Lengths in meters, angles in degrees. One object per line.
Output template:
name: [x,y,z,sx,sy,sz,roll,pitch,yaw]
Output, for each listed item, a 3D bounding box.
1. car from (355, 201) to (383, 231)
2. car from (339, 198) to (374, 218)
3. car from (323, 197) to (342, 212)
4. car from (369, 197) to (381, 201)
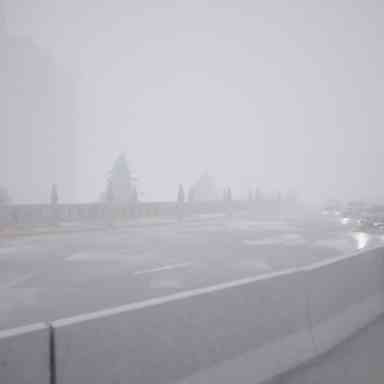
car: [11.515,1.499,19.895,1.837,1.490,4.892,0,0,40]
car: [15.085,1.531,30.326,1.837,1.490,4.892,0,0,34]
car: [17.321,1.623,40.794,2.033,1.411,5.357,-1,0,28]
car: [31.044,1.596,56.997,1.812,1.442,4.674,-1,0,15]
